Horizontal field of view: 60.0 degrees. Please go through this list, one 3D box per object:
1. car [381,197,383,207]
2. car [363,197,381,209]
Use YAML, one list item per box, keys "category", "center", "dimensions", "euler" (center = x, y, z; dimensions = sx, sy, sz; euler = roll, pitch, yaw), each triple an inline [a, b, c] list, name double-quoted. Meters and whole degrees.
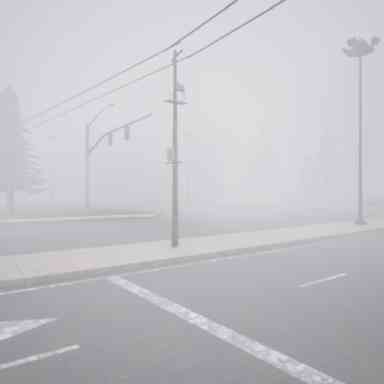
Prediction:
- category: "car"
  center: [27.648, 1.215, 43.658]
  dimensions: [5.566, 2.045, 2.150]
  euler: [0, 0, -36]
- category: "car"
  center: [25.973, 1.470, 46.752]
  dimensions: [5.008, 1.535, 1.882]
  euler: [0, 0, -35]
